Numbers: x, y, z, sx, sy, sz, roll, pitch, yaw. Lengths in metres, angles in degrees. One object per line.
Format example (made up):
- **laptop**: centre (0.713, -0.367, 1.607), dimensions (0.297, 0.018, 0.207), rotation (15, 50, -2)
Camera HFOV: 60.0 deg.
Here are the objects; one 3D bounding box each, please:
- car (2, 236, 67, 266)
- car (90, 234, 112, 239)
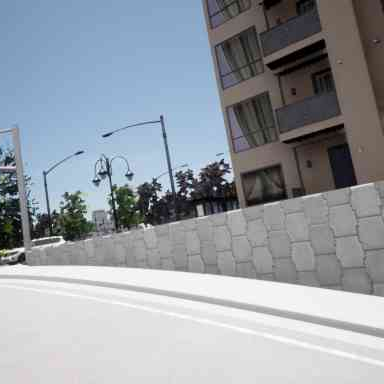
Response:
- **car**: centre (-14.124, 5.314, 30.276), dimensions (2.150, 2.045, 5.566), rotation (-14, -8, 35)
- **car**: centre (-8.223, 4.815, 32.126), dimensions (2.128, 1.511, 4.902), rotation (-14, -8, 35)
